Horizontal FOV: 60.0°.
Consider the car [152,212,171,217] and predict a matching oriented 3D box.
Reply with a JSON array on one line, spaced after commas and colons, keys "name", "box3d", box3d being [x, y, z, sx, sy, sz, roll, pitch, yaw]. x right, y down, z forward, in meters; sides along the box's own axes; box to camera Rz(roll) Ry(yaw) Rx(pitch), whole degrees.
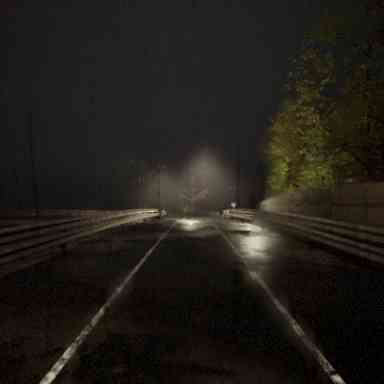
[{"name": "car", "box3d": [-5.986, 4.137, 62.777, 1.994, 1.385, 4.181, -3, -5, 41]}]

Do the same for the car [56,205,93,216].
[{"name": "car", "box3d": [-17.923, 3.045, 50.982, 5.566, 2.045, 2.150, 3, -5, -41]}]
